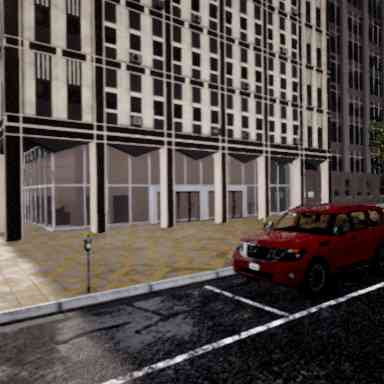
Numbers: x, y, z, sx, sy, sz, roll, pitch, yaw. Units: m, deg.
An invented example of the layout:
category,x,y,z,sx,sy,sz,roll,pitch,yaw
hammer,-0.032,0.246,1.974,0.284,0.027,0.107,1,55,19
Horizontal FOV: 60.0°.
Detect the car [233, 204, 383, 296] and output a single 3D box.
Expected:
category,x,y,z,sx,sy,sz,roll,pitch,yaw
car,3.396,1.289,8.764,5.009,1.841,2.192,-1,0,-36
